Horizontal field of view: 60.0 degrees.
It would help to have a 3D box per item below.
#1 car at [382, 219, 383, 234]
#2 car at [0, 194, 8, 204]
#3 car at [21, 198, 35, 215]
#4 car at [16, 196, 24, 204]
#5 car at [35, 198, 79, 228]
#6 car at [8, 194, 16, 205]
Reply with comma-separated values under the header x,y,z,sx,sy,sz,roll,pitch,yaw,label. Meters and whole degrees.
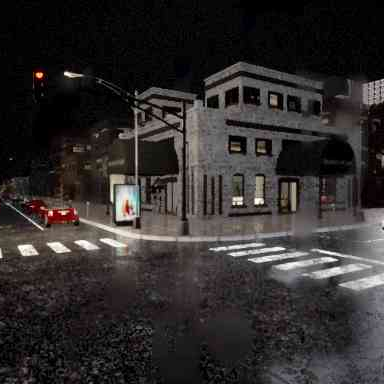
x,y,z,sx,sy,sz,roll,pitch,yaw,label
10.608,1.069,14.384,5.566,2.045,2.150,0,1,-32,car
-32.683,1.277,55.975,1.994,1.385,4.181,-1,0,-31,car
-14.513,1.386,31.067,1.802,1.307,4.206,-1,1,-31,car
-17.474,1.333,35.935,2.008,1.369,4.403,-1,1,-31,car
-8.595,1.290,21.331,1.967,1.590,4.097,-1,1,-31,car
-26.352,1.270,50.537,2.008,1.369,4.403,-1,1,-31,car
